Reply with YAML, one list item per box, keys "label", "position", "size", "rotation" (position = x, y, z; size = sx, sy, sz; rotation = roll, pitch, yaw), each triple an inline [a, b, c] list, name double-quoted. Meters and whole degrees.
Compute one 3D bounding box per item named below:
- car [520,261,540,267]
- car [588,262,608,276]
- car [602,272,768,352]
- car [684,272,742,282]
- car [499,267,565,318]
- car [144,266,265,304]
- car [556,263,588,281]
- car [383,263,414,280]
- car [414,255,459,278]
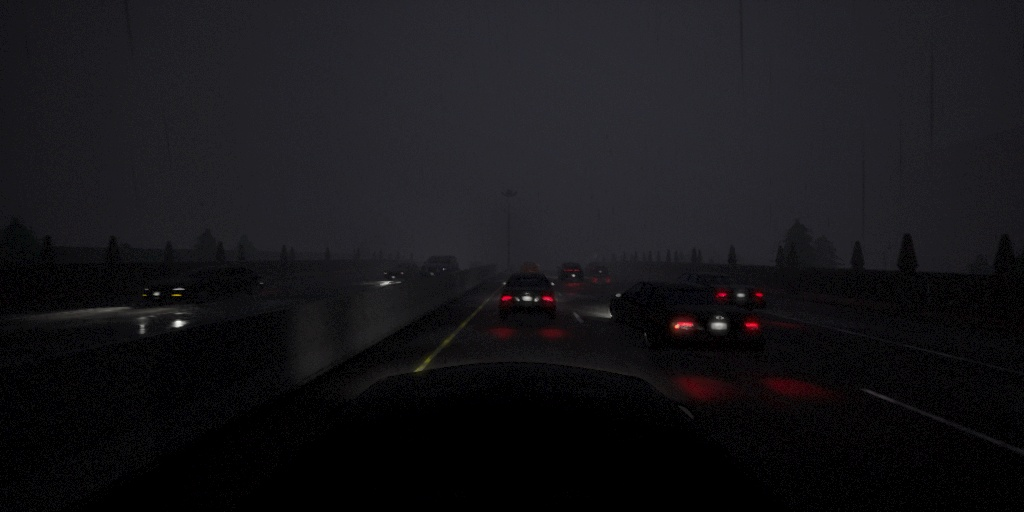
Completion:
- label: "car"
  position: [1.775, 1.266, 36.440]
  size: [1.882, 1.535, 5.008]
  rotation: [0, 0, 3]
- label: "car"
  position: [8.835, 1.347, 37.676]
  size: [1.812, 1.442, 4.674]
  rotation: [0, 0, 3]
- label: "car"
  position: [3.881, 1.321, 9.014]
  size: [2.033, 1.411, 5.357]
  rotation: [0, 0, 3]
- label: "car"
  position: [7.646, 1.343, 14.279]
  size: [2.033, 1.411, 5.357]
  rotation: [0, 0, 3]
- label: "car"
  position: [0.577, 1.310, 13.053]
  size: [2.033, 1.411, 5.357]
  rotation: [0, 0, 3]
- label: "car"
  position: [-13.486, 1.206, 16.145]
  size: [1.837, 1.490, 4.892]
  rotation: [0, 0, 3]
- label: "car"
  position: [4.990, 1.303, 30.795]
  size: [1.837, 1.490, 4.892]
  rotation: [0, 0, 3]
- label: "car"
  position: [-9.220, 1.281, 30.937]
  size: [2.033, 1.411, 5.357]
  rotation: [0, 0, 3]
- label: "car"
  position: [-5.801, 0.970, 29.229]
  size: [2.150, 2.045, 5.566]
  rotation: [0, 0, 3]
